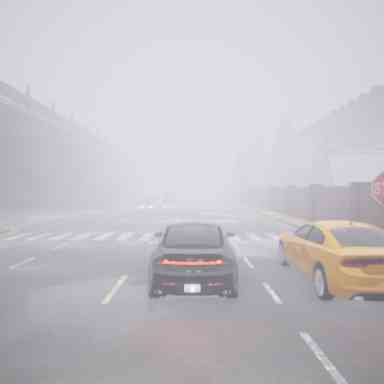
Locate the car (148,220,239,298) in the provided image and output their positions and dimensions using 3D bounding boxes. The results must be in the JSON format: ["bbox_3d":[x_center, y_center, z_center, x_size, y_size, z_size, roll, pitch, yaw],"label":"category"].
[{"bbox_3d":[0.059,1.463,8.377,1.837,1.490,4.892,0,0,1],"label":"car"}]

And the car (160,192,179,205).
[{"bbox_3d":[-3.616,0.956,53.987,2.150,2.045,5.566,0,1,-2],"label":"car"}]

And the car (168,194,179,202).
[{"bbox_3d":[-3.803,1.184,69.918,2.128,1.511,4.902,0,0,-1],"label":"car"}]

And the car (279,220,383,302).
[{"bbox_3d":[3.562,1.437,8.270,1.882,1.535,5.008,0,0,0],"label":"car"}]

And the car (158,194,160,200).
[{"bbox_3d":[-7.303,1.137,69.857,1.882,1.535,5.008,0,0,-1],"label":"car"}]

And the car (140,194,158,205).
[{"bbox_3d":[-7.097,1.340,53.321,1.895,1.301,4.718,0,0,-1],"label":"car"}]
